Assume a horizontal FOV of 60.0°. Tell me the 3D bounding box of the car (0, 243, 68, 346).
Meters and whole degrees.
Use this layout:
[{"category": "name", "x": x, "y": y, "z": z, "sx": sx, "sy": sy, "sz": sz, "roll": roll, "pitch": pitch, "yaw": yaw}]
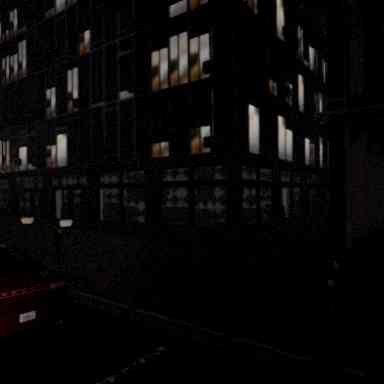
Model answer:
[{"category": "car", "x": -4.008, "y": 1.525, "z": 5.750, "sx": 4.507, "sy": 1.381, "sz": 1.887, "roll": 0, "pitch": -1, "yaw": 36}]
